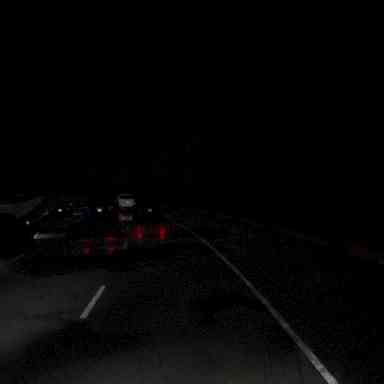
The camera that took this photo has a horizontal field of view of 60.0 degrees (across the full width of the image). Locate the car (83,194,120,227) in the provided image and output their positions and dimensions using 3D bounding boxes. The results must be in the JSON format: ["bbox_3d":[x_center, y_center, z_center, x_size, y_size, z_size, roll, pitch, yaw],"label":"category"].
[{"bbox_3d":[-6.396,1.237,23.483,2.150,2.045,5.566,0,0,-13],"label":"car"}]

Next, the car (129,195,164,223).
[{"bbox_3d":[-3.529,1.361,26.072,2.097,1.767,4.553,0,0,-14],"label":"car"}]

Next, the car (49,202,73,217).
[{"bbox_3d":[-12.371,1.595,31.464,1.994,1.385,4.181,0,0,-18],"label":"car"}]

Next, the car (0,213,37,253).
[{"bbox_3d":[-8.033,1.568,13.522,2.033,1.411,5.357,0,0,-8],"label":"car"}]

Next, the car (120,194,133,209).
[{"bbox_3d":[-8.445,1.241,41.098,2.150,2.045,5.566,0,0,-21],"label":"car"}]
